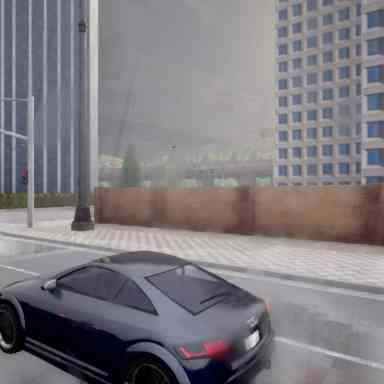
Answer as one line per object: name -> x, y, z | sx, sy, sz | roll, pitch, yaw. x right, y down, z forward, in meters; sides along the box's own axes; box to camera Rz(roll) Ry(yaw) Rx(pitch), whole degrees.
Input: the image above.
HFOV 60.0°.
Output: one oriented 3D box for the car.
car -> -1.000, 1.564, 4.717 | 4.181, 1.385, 1.994 | 0, 0, 35
